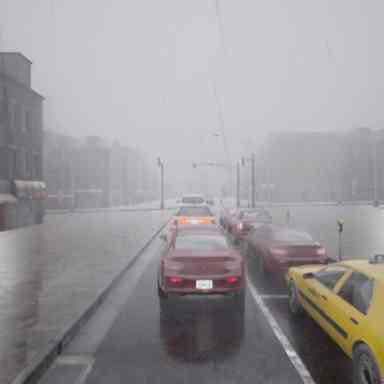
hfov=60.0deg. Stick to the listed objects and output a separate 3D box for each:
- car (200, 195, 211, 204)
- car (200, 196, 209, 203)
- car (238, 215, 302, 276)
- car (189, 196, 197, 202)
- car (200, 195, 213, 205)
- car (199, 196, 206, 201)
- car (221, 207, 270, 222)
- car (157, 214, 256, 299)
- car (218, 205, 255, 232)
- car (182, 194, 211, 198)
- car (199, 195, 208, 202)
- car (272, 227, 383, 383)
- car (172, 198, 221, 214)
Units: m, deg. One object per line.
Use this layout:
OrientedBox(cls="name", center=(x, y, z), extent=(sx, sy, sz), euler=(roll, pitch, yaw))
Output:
OrientedBox(cls="car", center=(2.789, 1.469, 69.096), extent=(2.192, 1.841, 5.009), euler=(-1, 0, 0))
OrientedBox(cls="car", center=(2.802, 1.620, 74.498), extent=(1.967, 1.590, 4.097), euler=(-1, 0, 0))
OrientedBox(cls="car", center=(2.656, 1.580, 10.015), extent=(1.802, 1.307, 4.206), euler=(0, 0, 0))
OrientedBox(cls="car", center=(0.194, 1.717, 83.353), extent=(1.837, 1.490, 4.892), euler=(0, 0, 0))
OrientedBox(cls="car", center=(2.776, 1.445, 63.694), extent=(2.192, 1.841, 5.009), euler=(-1, 0, 0))
OrientedBox(cls="car", center=(2.841, 1.792, 90.874), extent=(1.752, 1.417, 4.829), euler=(-1, 0, 0))
OrientedBox(cls="car", center=(2.668, 1.440, 15.481), extent=(1.967, 1.590, 4.097), euler=(0, 0, 0))
OrientedBox(cls="car", center=(0.147, 1.524, 8.371), extent=(1.812, 1.442, 4.674), euler=(0, 0, -2))
OrientedBox(cls="car", center=(2.681, 1.587, 20.948), extent=(1.802, 1.307, 4.206), euler=(0, 0, 0))
OrientedBox(cls="car", center=(0.094, 1.233, 25.991), extent=(2.150, 2.045, 5.566), euler=(0, 0, 1))
OrientedBox(cls="car", center=(2.815, 1.647, 79.900), extent=(1.967, 1.590, 4.097), euler=(-1, 0, 0))
OrientedBox(cls="car", center=(2.644, 1.524, 4.718), extent=(1.752, 1.417, 4.829), euler=(0, 0, 0))
OrientedBox(cls="car", center=(0.123, 1.353, 15.895), extent=(2.097, 1.767, 4.553), euler=(0, 0, 0))
